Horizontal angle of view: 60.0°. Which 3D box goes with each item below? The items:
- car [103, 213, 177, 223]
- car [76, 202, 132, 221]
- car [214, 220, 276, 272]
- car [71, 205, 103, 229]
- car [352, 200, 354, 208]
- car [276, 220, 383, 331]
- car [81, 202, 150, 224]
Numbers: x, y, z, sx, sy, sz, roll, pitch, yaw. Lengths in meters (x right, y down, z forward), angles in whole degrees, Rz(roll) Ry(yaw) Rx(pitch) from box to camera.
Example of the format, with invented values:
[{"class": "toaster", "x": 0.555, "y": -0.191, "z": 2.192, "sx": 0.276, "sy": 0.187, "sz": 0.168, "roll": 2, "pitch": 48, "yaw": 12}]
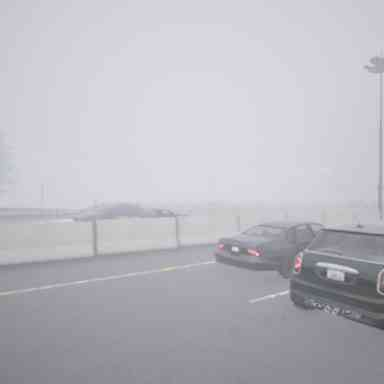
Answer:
[{"class": "car", "x": -2.450, "y": 1.642, "z": 19.440, "sx": 4.718, "sy": 1.301, "sz": 1.895, "roll": 0, "pitch": 0, "yaw": -35}, {"class": "car", "x": -7.553, "y": 1.610, "z": 28.696, "sx": 4.181, "sy": 1.385, "sz": 1.994, "roll": 0, "pitch": 0, "yaw": -35}, {"class": "car", "x": 3.194, "y": 1.585, "z": 10.322, "sx": 5.357, "sy": 1.411, "sz": 2.033, "roll": 0, "pitch": 0, "yaw": -35}, {"class": "car", "x": -5.046, "y": 1.585, "z": 21.888, "sx": 5.357, "sy": 1.411, "sz": 2.033, "roll": 0, "pitch": 0, "yaw": -35}, {"class": "car", "x": 26.018, "y": 1.965, "z": 52.582, "sx": 4.892, "sy": 1.490, "sz": 1.837, "roll": 1, "pitch": -1, "yaw": -35}, {"class": "car", "x": 4.073, "y": 1.383, "z": 6.654, "sx": 4.553, "sy": 1.767, "sz": 2.097, "roll": 0, "pitch": 0, "yaw": -35}, {"class": "car", "x": -5.815, "y": 1.549, "z": 25.637, "sx": 4.892, "sy": 1.490, "sz": 1.837, "roll": 0, "pitch": 0, "yaw": -35}]
